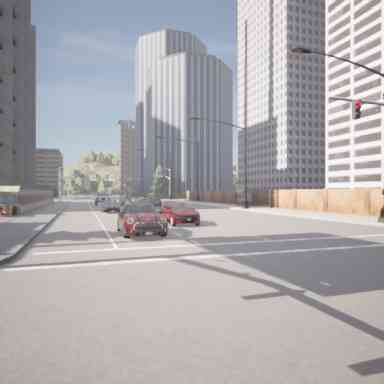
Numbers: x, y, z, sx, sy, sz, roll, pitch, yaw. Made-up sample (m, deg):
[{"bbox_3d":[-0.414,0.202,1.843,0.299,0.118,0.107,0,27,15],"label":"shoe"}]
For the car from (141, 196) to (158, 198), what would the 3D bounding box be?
[{"bbox_3d":[-5.777,1.491,49.475,2.128,1.511,4.902,0,0,-18],"label":"car"}]

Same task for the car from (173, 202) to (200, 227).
[{"bbox_3d":[-0.948,1.477,23.388,1.882,1.535,5.008,0,0,-18],"label":"car"}]

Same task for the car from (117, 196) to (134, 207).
[{"bbox_3d":[-10.597,1.496,52.721,2.128,1.511,4.902,0,0,-18],"label":"car"}]

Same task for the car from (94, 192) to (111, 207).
[{"bbox_3d":[-13.944,1.031,51.701,2.150,2.045,5.566,0,0,-18],"label":"car"}]

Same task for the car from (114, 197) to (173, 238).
[{"bbox_3d":[-2.722,1.352,17.635,2.097,1.767,4.553,0,0,-18],"label":"car"}]

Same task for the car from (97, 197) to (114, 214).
[{"bbox_3d":[-8.751,1.547,35.775,2.033,1.411,5.357,0,0,-18],"label":"car"}]

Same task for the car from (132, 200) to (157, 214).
[{"bbox_3d":[-5.274,1.600,36.413,1.895,1.301,4.718,0,0,-18],"label":"car"}]
